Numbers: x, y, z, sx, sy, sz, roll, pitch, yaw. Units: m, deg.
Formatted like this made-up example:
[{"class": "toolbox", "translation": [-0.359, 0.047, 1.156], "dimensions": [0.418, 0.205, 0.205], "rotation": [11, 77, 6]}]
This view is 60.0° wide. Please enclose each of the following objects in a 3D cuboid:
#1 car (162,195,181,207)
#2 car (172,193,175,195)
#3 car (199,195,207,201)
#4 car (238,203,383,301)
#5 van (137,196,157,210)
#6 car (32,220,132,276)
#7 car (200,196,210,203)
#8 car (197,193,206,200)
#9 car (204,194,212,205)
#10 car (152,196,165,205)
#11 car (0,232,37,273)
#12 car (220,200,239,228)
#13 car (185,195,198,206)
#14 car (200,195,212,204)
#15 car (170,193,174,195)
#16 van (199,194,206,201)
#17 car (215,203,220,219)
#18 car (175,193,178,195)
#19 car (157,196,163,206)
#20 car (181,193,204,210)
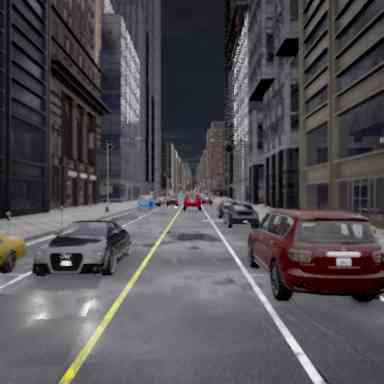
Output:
[{"class": "car", "translation": [-3.066, 1.553, 52.679], "dimensions": [2.033, 1.411, 5.357], "rotation": [0, 0, 0]}, {"class": "car", "translation": [-5.853, 1.557, 81.379], "dimensions": [1.887, 1.381, 4.507], "rotation": [1, 0, 0]}, {"class": "car", "translation": [2.673, 1.453, 81.373], "dimensions": [1.967, 1.590, 4.097], "rotation": [1, 0, 0]}, {"class": "car", "translation": [2.678, 1.317, 8.256], "dimensions": [2.192, 1.841, 5.009], "rotation": [1, 0, 0]}, {"class": "van", "translation": [-5.849, 1.345, 42.008], "dimensions": [1.690, 1.788, 3.998], "rotation": [1, 0, 0]}, {"class": "car", "translation": [-3.101, 1.566, 10.174], "dimensions": [1.994, 1.385, 4.181], "rotation": [0, 0, 0]}, {"class": "car", "translation": [2.673, 1.554, 70.124], "dimensions": [1.887, 1.381, 4.507], "rotation": [1, 0, 0]}, {"class": "car", "translation": [2.674, 1.333, 92.621], "dimensions": [2.192, 1.841, 5.009], "rotation": [1, 0, 0]}, {"class": "car", "translation": [2.673, 1.552, 58.875], "dimensions": [1.887, 1.381, 4.507], "rotation": [1, 0, 0]}, {"class": "car", "translation": [-5.852, 1.532, 58.711], "dimensions": [1.752, 1.417, 4.829], "rotation": [1, 0, 0]}, {"class": "car", "translation": [-5.850, 1.527, 8.090], "dimensions": [1.752, 1.417, 4.829], "rotation": [1, 0, 0]}, {"class": "car", "translation": [3.144, 1.506, 21.996], "dimensions": [1.837, 1.490, 4.892], "rotation": [0, 0, 0]}, {"class": "car", "translation": [0.028, 1.359, 56.731], "dimensions": [2.097, 1.767, 4.553], "rotation": [0, 0, 2]}, {"class": "car", "translation": [2.674, 1.448, 64.500], "dimensions": [1.967, 1.590, 4.097], "rotation": [1, 0, 0]}, {"class": "car", "translation": [-5.853, 1.576, 75.755], "dimensions": [1.947, 1.339, 4.313], "rotation": [1, 0, 0]}, {"class": "van", "translation": [2.674, 1.356, 86.997], "dimensions": [1.690, 1.788, 3.998], "rotation": [1, 0, 0]}, {"class": "car", "translation": [3.144, 1.507, 28.996], "dimensions": [1.837, 1.490, 4.892], "rotation": [0, 0, 0]}, {"class": "car", "translation": [-5.851, 1.333, 92.628], "dimensions": [2.192, 1.841, 5.009], "rotation": [1, 0, 0]}, {"class": "car", "translation": [-5.852, 1.572, 53.256], "dimensions": [1.947, 1.339, 4.313], "rotation": [1, 0, 0]}, {"class": "car", "translation": [0.044, 1.225, 42.413], "dimensions": [2.150, 2.045, 5.566], "rotation": [0, 0, 0]}]
